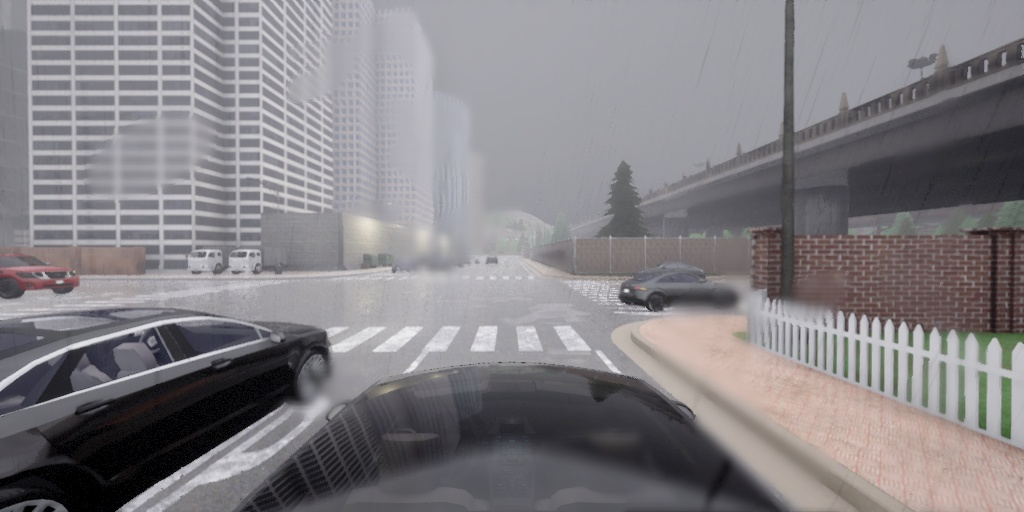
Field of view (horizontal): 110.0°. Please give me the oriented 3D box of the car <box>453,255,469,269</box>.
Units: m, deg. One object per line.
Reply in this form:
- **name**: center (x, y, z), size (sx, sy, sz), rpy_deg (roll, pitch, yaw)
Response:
- **car**: center (-7.125, 0.883, 45.710), size (1.994, 1.385, 4.181), rpy_deg (0, 1, 0)

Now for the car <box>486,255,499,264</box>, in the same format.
- **car**: center (-3.442, 0.623, 63.304), size (1.882, 1.535, 5.008), rpy_deg (0, 1, 0)

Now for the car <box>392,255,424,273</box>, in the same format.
- **car**: center (-10.620, 0.939, 36.269), size (1.812, 1.442, 4.674), rpy_deg (0, 1, 0)

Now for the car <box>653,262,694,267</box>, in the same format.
- **car**: center (10.480, 1.108, 24.179), size (4.674, 1.442, 1.812), rpy_deg (0, 1, 1)

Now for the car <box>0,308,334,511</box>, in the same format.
- **car**: center (-3.558, 1.227, 3.300), size (2.128, 1.511, 4.902), rpy_deg (0, 1, 1)

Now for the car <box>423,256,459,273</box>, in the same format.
- **car**: center (-7.119, 0.957, 36.472), size (2.033, 1.411, 5.357), rpy_deg (0, 1, 0)

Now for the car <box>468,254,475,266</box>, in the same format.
- **car**: center (-7.113, 0.801, 54.107), size (1.994, 1.385, 4.181), rpy_deg (0, 1, 0)

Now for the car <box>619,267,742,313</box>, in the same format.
- **car**: center (6.187, 1.247, 13.376), size (4.181, 1.385, 1.994), rpy_deg (0, 0, -8)

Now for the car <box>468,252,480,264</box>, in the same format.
- **car**: center (-7.058, 0.352, 64.747), size (2.150, 2.045, 5.566), rpy_deg (0, 1, 0)

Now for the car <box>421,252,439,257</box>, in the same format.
- **car**: center (-10.627, 0.539, 45.967), size (2.150, 2.045, 5.566), rpy_deg (0, 1, 0)

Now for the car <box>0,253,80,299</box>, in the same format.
- **car**: center (-24.154, 0.882, 16.966), size (5.566, 2.045, 2.150), rpy_deg (0, 1, 0)
